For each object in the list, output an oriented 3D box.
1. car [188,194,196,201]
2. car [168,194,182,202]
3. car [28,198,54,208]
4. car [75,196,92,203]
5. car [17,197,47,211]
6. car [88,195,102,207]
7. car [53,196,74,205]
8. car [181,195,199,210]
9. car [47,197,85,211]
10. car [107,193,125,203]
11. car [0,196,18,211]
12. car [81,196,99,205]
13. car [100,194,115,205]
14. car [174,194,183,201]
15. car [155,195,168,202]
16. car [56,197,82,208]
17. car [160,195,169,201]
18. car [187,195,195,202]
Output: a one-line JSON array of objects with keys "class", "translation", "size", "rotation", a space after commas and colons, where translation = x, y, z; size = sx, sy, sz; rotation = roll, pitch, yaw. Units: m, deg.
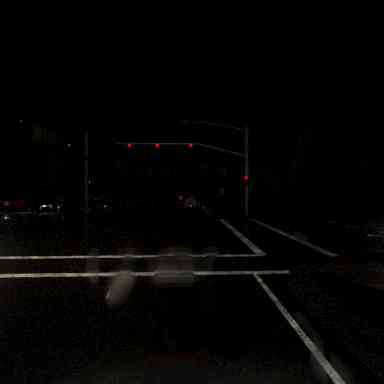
[{"class": "car", "translation": [0.031, 1.419, 84.414], "size": [1.882, 1.535, 5.008], "rotation": [0, 0, 1]}, {"class": "car", "translation": [-3.656, 1.551, 74.638], "size": [1.994, 1.385, 4.181], "rotation": [0, 0, 1]}, {"class": "car", "translation": [-22.227, 1.564, 49.040], "size": [1.994, 1.385, 4.181], "rotation": [0, 0, 0]}, {"class": "car", "translation": [-22.179, 1.594, 68.065], "size": [1.895, 1.301, 4.718], "rotation": [0, 0, 0]}, {"class": "car", "translation": [-18.745, 1.547, 40.902], "size": [2.033, 1.411, 5.357], "rotation": [0, 0, 0]}, {"class": "car", "translation": [-15.226, 1.564, 49.255], "size": [1.994, 1.385, 4.181], "rotation": [0, 0, 0]}, {"class": "car", "translation": [-22.219, 1.526, 57.782], "size": [1.812, 1.442, 4.674], "rotation": [0, 0, 0]}, {"class": "car", "translation": [-0.116, 1.526, 43.216], "size": [1.812, 1.442, 4.674], "rotation": [0, 0, 0]}, {"class": "car", "translation": [-15.207, 1.491, 40.352], "size": [2.128, 1.511, 4.902], "rotation": [0, 0, 0]}, {"class": "car", "translation": [-15.181, 1.225, 68.146], "size": [2.150, 2.045, 5.566], "rotation": [0, 0, 0]}, {"class": "car", "translation": [-22.207, 1.352, 40.409], "size": [2.097, 1.767, 4.553], "rotation": [0, 0, 0]}, {"class": "car", "translation": [-18.716, 1.505, 61.088], "size": [1.837, 1.490, 4.892], "rotation": [0, 0, 0]}, {"class": "car", "translation": [-15.230, 1.564, 57.665], "size": [1.994, 1.385, 4.181], "rotation": [0, 0, 0]}, {"class": "car", "translation": [-3.469, 1.296, 84.467], "size": [2.097, 1.767, 4.553], "rotation": [0, 0, 1]}, {"class": "car", "translation": [-7.159, 1.537, 74.218], "size": [2.033, 1.411, 5.357], "rotation": [0, 0, 1]}, {"class": "car", "translation": [-18.731, 1.547, 50.974], "size": [2.033, 1.411, 5.357], "rotation": [0, 0, 0]}, {"class": "car", "translation": [-6.967, 1.465, 84.580], "size": [1.812, 1.442, 4.674], "rotation": [0, 0, 1]}, {"class": "car", "translation": [-0.159, 1.522, 74.234], "size": [1.812, 1.442, 4.674], "rotation": [0, 0, 1]}]
